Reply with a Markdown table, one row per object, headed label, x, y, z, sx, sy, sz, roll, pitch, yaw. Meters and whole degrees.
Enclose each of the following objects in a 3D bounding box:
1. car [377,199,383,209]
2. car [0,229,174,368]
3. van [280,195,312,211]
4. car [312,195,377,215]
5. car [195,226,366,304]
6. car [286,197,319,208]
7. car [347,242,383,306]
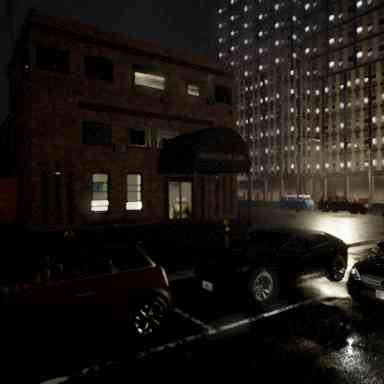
| label | x | y | z | sx | sy | sz | roll | pitch | yaw |
| --- | --- | --- | --- | --- | --- | --- | --- | --- | --- |
| car | 21.885 | 1.436 | 37.901 | 2.008 | 1.369 | 4.403 | 0 | 0 | -35 |
| car | -2.374 | 1.439 | 4.873 | 4.097 | 1.590 | 1.967 | 0 | 0 | -35 |
| van | 11.840 | 1.277 | 37.655 | 1.690 | 1.788 | 3.998 | 0 | 0 | -35 |
| car | 15.008 | 1.259 | 33.109 | 2.192 | 1.841 | 5.009 | 0 | 0 | -35 |
| car | 2.091 | 1.555 | 8.125 | 4.313 | 1.339 | 1.947 | 0 | 0 | -35 |
| car | 15.550 | 1.451 | 46.994 | 1.802 | 1.307 | 4.206 | 0 | 0 | -35 |
| car | 5.206 | 1.512 | 7.058 | 4.674 | 1.442 | 1.812 | 0 | 0 | -35 |
